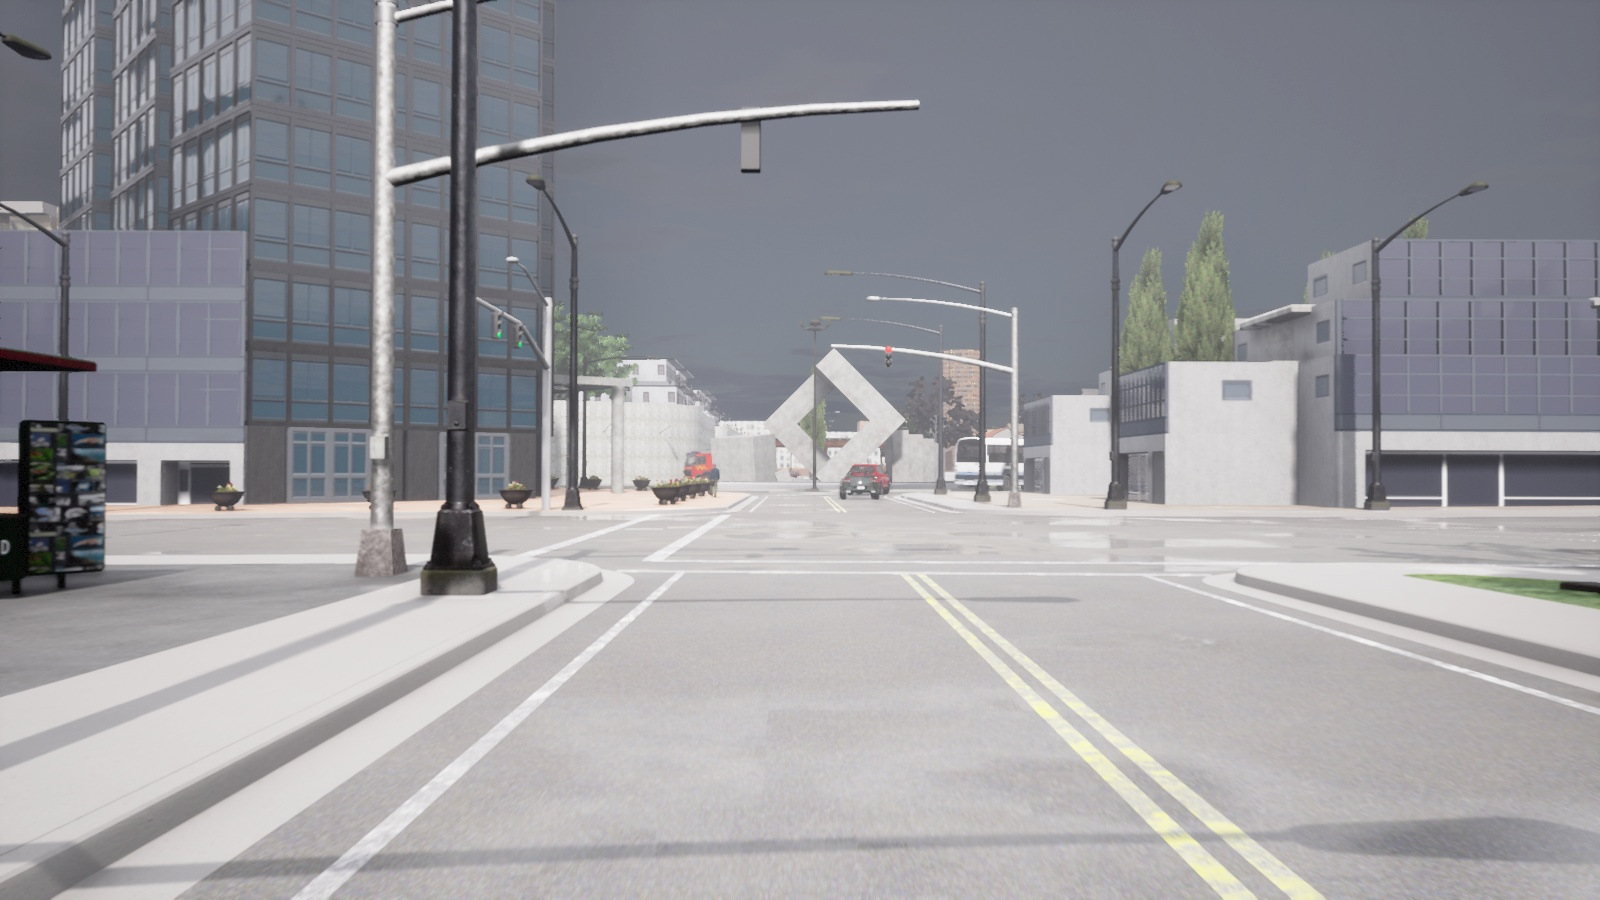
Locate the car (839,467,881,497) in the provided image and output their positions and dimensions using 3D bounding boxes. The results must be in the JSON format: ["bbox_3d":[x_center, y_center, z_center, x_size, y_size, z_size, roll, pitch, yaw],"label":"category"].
[{"bbox_3d":[3.343,1.773,71.266,2.152,1.651,5.027,0,-1,0],"label":"car"}]

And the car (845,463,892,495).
[{"bbox_3d":[4.590,1.908,83.115,2.150,2.045,5.566,-1,-1,13],"label":"car"}]

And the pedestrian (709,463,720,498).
[{"bbox_3d":[-4.483,1.597,65.656,0.402,1.842,0.726,0,-1,-17],"label":"pedestrian"}]
